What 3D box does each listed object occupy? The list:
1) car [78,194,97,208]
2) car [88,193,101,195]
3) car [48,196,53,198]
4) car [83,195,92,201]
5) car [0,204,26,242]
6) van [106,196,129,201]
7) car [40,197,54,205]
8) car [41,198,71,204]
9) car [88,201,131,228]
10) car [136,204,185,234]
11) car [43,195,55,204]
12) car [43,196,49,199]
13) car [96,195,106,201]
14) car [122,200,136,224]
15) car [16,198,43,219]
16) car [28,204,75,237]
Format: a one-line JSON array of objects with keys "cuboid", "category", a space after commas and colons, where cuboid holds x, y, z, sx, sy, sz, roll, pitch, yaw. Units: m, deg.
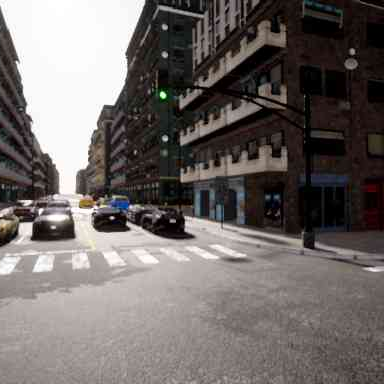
[{"cuboid": [-15.201, 1.469, 47.713, 1.882, 1.535, 5.008, 0, 0, -21], "category": "car"}, {"cuboid": [-17.630, 1.308, 61.562, 2.192, 1.841, 5.009, 1, 0, -21], "category": "car"}, {"cuboid": [-14.205, 1.468, 36.077, 1.882, 1.535, 5.008, 0, 0, -20], "category": "car"}, {"cuboid": [-27.578, 1.543, 87.964, 2.008, 1.369, 4.403, 1, 0, -21], "category": "car"}, {"cuboid": [-9.507, 1.518, 16.204, 1.752, 1.417, 4.829, 1, 0, -21], "category": "car"}, {"cuboid": [-7.688, 1.337, 35.159, 1.690, 1.788, 3.998, 1, 0, -21], "category": "van"}, {"cuboid": [-25.477, 1.537, 58.608, 2.008, 1.369, 4.403, 1, 0, -21], "category": "car"}, {"cuboid": [-10.573, 1.470, 26.357, 1.882, 1.535, 5.008, 0, 0, -21], "category": "car"}, {"cuboid": [-5.625, 1.560, 22.288, 1.994, 1.385, 4.181, 0, 0, -21], "category": "car"}, {"cuboid": [-1.726, 1.565, 19.317, 1.947, 1.339, 4.313, 1, 0, -21], "category": "car"}, {"cuboid": [-27.464, 1.426, 63.889, 1.967, 1.590, 4.097, 1, 0, -21], "category": "car"}, {"cuboid": [-21.499, 1.531, 48.047, 1.887, 1.381, 4.507, 1, 0, -21], "category": "car"}, {"cuboid": [-11.728, 1.519, 45.878, 1.752, 1.417, 4.829, 1, 0, -21], "category": "car"}, {"cuboid": [-3.714, 1.549, 24.597, 2.008, 1.369, 4.403, 1, 0, -21], "category": "car"}, {"cuboid": [-13.543, 1.430, 26.925, 1.967, 1.590, 4.097, 1, 0, -21], "category": "car"}, {"cuboid": [-7.504, 1.558, 18.198, 1.994, 1.385, 4.181, 0, 0, -21], "category": "car"}]
